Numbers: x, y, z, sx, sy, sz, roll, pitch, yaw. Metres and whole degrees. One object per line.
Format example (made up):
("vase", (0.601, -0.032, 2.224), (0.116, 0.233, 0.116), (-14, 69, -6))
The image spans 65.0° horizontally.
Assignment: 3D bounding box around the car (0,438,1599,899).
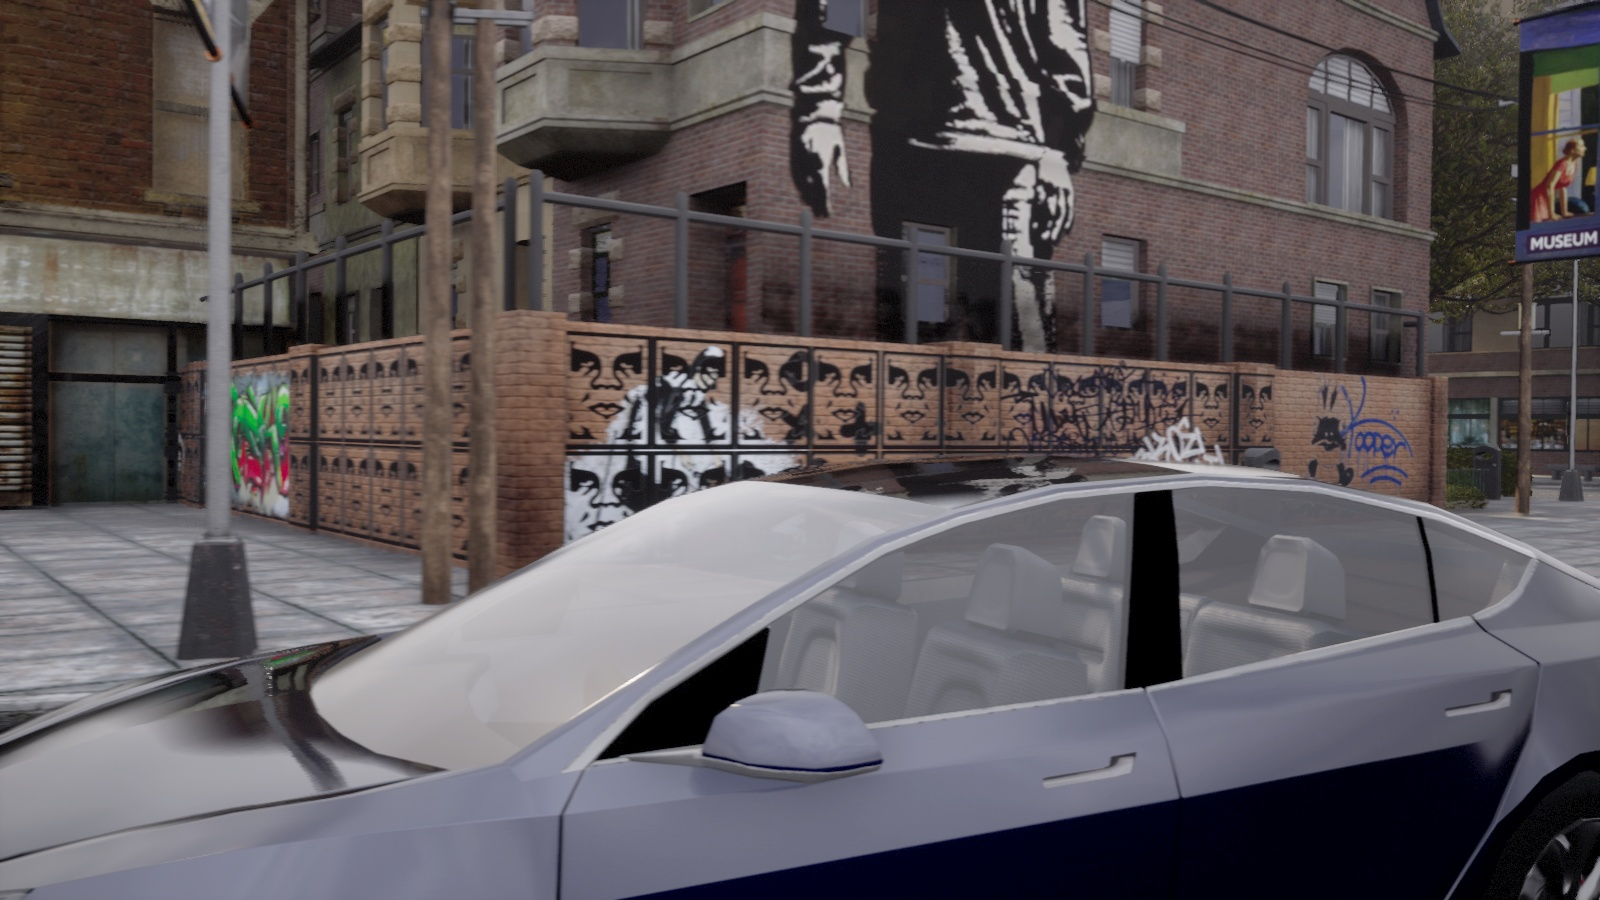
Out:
("car", (0.239, 0.744, 3.310), (4.792, 1.488, 2.163), (-1, 1, -23))
